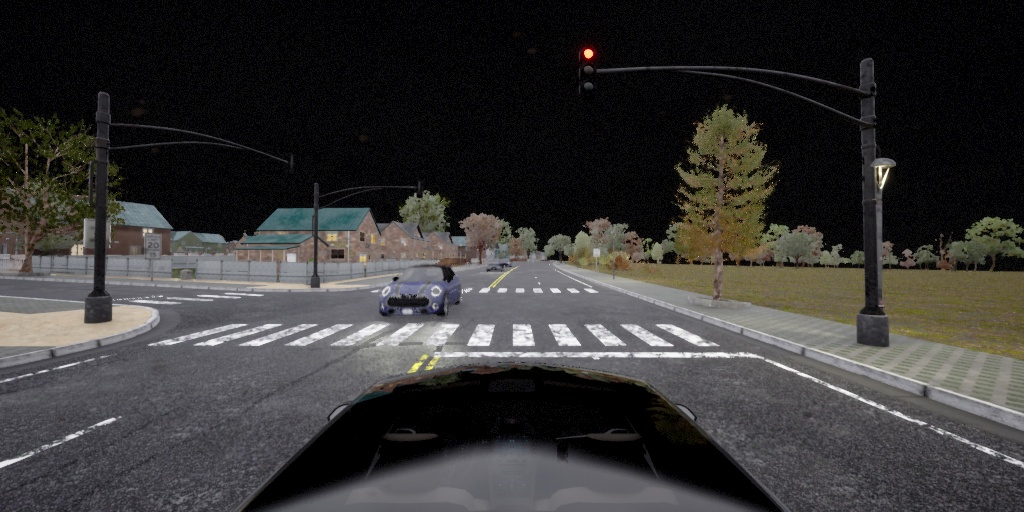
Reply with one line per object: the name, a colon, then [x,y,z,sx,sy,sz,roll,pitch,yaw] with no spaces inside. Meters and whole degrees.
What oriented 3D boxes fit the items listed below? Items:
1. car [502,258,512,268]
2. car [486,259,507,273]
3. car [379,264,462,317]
car: [-1.141,1.173,61.990,2.097,1.767,4.553,0,0,4]
car: [-2.115,1.373,45.360,1.994,1.385,4.181,0,0,3]
car: [-3.149,1.107,13.166,2.097,1.767,4.553,0,0,1]
